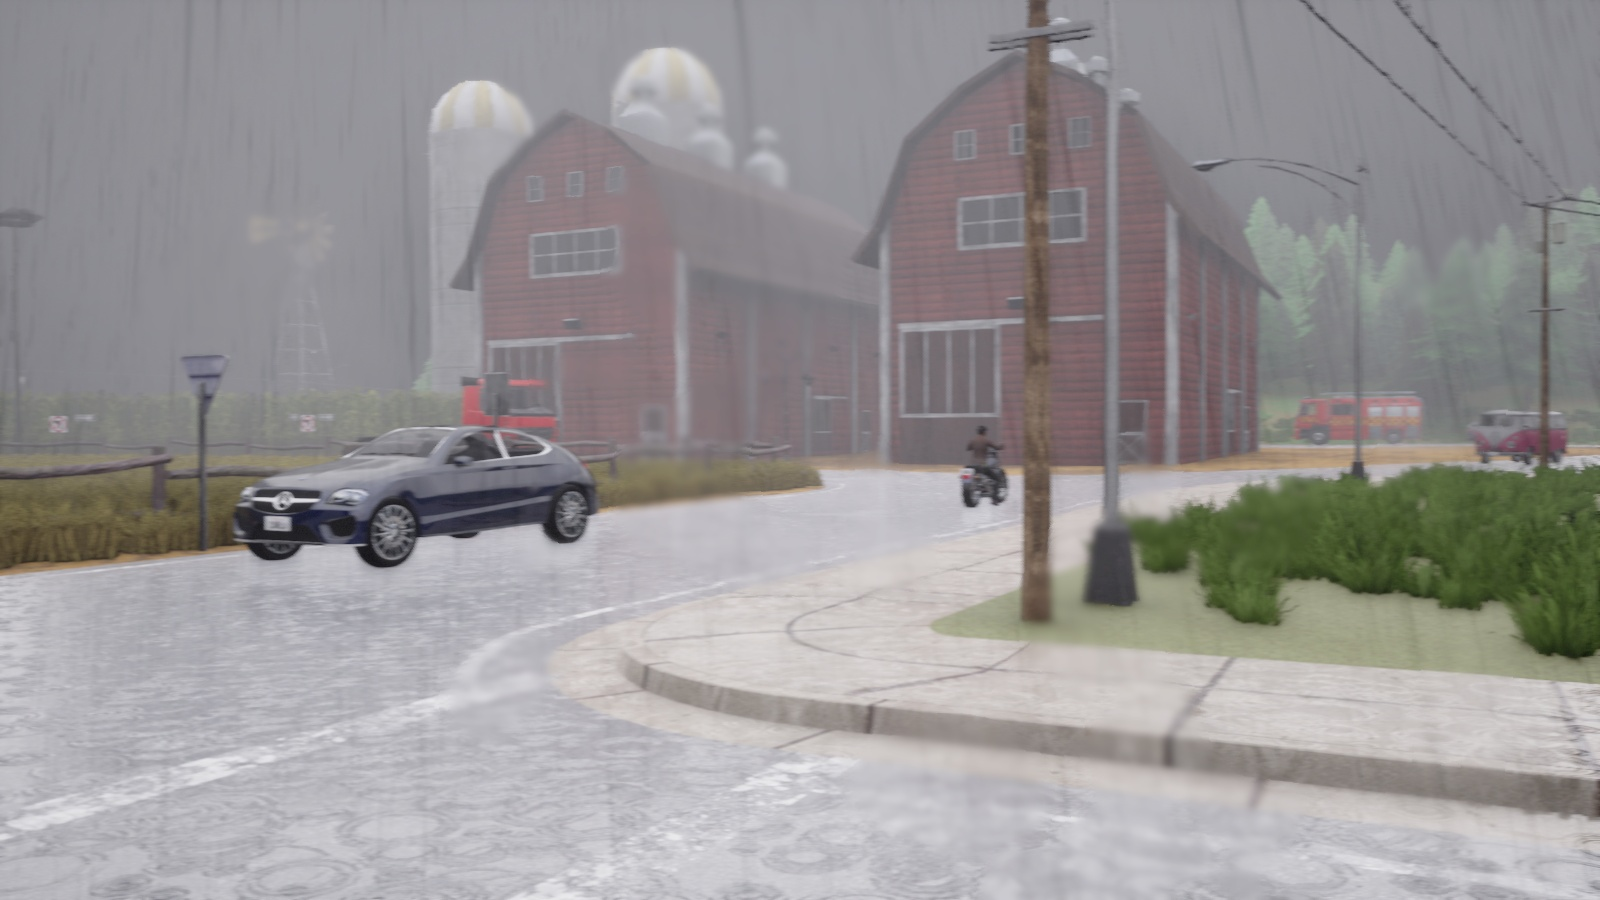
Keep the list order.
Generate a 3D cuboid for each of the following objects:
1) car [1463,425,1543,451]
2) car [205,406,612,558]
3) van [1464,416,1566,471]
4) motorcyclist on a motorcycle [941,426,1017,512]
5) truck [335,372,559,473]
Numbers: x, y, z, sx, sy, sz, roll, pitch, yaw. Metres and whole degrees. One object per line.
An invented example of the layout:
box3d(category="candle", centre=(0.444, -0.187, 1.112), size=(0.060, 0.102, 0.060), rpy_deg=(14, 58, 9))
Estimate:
box3d(category="car", centre=(46.998, -0.811, 84.077), size=(4.611, 1.667, 2.242), rpy_deg=(1, 1, 27))
box3d(category="car", centre=(-4.825, 0.300, 16.385), size=(2.152, 1.651, 5.027), rpy_deg=(1, 1, 27))
box3d(category="van", centre=(26.998, -0.277, 47.345), size=(4.442, 1.987, 1.775), rpy_deg=(-1, 1, -38))
box3d(category="motorcyclist on a motorcycle", centre=(3.620, 0.342, 25.203), size=(0.766, 1.649, 2.350), rpy_deg=(1, 1, 27))
box3d(category="truck", centre=(-13.048, -1.013, 46.297), size=(7.936, 3.462, 2.891), rpy_deg=(1, 1, 24))
